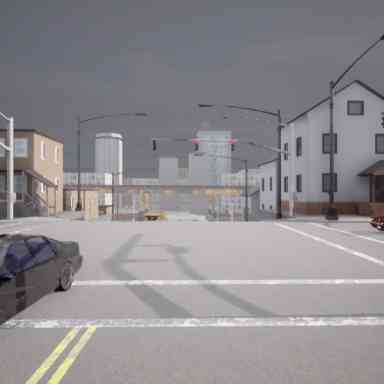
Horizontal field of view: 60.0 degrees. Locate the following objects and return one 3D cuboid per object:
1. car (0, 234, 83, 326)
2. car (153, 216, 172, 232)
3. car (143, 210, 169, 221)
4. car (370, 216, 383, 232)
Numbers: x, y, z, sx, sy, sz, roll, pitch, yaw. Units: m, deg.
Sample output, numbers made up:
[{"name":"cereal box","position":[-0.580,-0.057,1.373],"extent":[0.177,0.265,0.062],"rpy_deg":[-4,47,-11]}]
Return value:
[{"name":"car","position":[-3.755,1.545,6.207],"extent":[2.033,1.411,5.357],"rpy_deg":[0,0,2]},{"name":"car","position":[-3.790,4.235,43.744],"extent":[2.128,1.511,4.902],"rpy_deg":[0,-13,-1]},{"name":"car","position":[-3.680,2.536,33.521],"extent":[1.882,1.535,5.008],"rpy_deg":[0,-9,1]},{"name":"car","position":[12.330,1.601,18.010],"extent":[4.718,1.301,1.895],"rpy_deg":[0,0,-1]}]
